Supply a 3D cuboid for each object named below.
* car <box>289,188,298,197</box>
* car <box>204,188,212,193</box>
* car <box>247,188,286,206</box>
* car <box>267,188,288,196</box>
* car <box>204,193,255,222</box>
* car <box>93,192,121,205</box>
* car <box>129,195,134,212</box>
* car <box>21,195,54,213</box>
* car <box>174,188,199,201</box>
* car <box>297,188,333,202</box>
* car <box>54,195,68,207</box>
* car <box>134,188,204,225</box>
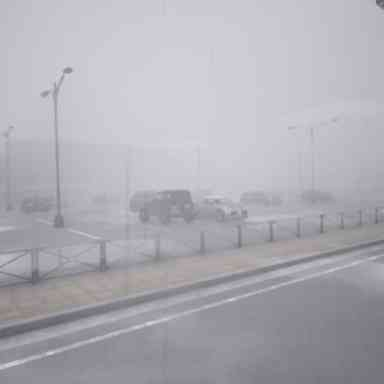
[{"bbox_3d":[18.334,0.119,56.097,1.970,1.475,3.806,-2,1,-36],"label":"car"},{"bbox_3d":[1.277,0.285,52.985,1.932,1.855,4.605,-2,1,-36],"label":"car"},{"bbox_3d":[7.058,0.625,34.283,2.007,1.523,4.514,-2,1,-36],"label":"car"},{"bbox_3d":[16.358,0.041,63.846,1.845,1.501,3.633,-2,1,-36],"label":"car"},{"bbox_3d":[1.625,1.018,20.686,1.970,1.475,3.806,-2,1,-36],"label":"car"},{"bbox_3d":[-11.145,0.780,43.388,2.152,1.636,5.027,-2,1,-36],"label":"car"},{"bbox_3d":[-3.417,0.774,27.503,1.932,1.855,4.605,-2,1,-36],"label":"car"},{"bbox_3d":[-14.922,1.191,31.490,2.007,1.523,4.514,-2,1,-36],"label":"car"},{"bbox_3d":[-0.825,0.345,50.937,1.905,1.878,3.866,-2,1,-36],"label":"car"},{"bbox_3d":[15.146,0.366,40.147,1.845,1.501,3.633,-2,1,-36],"label":"car"},{"bbox_3d":[-16.130,1.038,39.341,1.970,1.475,3.806,-2,1,-36],"label":"car"},{"bbox_3d":[-1.425,0.829,19.213,1.905,1.878,3.866,-2,1,-36],"label":"car"}]
